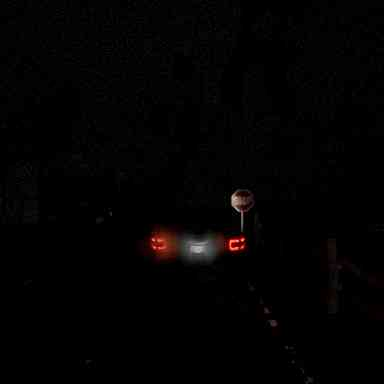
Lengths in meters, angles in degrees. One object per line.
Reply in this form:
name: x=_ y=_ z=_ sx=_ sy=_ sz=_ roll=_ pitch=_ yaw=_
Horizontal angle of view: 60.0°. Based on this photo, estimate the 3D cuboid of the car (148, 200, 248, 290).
car: x=0.116 y=1.223 z=9.209 sx=2.150 sy=2.045 sz=5.566 roll=0 pitch=0 yaw=0

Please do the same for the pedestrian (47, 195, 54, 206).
pedestrian: x=-12.094 y=1.140 z=28.368 sx=0.375 sy=1.860 sz=0.375 roll=0 pitch=-2 yaw=0

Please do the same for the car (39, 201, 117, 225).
car: x=-7.600 y=1.357 z=22.392 sx=5.008 sy=1.535 sz=1.882 roll=1 pitch=0 yaw=0
